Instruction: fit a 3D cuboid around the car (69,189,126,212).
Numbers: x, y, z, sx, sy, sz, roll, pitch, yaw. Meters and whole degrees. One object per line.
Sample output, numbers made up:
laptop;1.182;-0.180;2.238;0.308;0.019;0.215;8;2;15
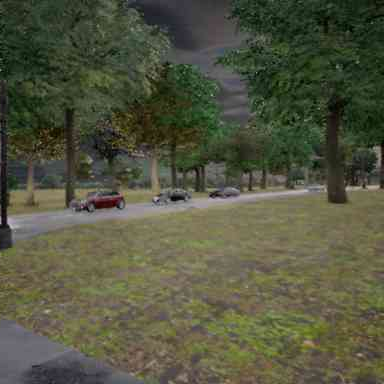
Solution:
car;-7.737;0.648;27.368;2.097;1.767;4.553;-1;2;38

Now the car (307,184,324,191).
car;22.723;-0.818;60.858;1.895;1.301;4.718;-1;1;37

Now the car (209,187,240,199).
car;4.276;0.075;42.951;2.033;1.411;5.357;-1;2;37

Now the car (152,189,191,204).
car;-2.109;0.423;34.671;2.128;1.511;4.902;-1;2;38
